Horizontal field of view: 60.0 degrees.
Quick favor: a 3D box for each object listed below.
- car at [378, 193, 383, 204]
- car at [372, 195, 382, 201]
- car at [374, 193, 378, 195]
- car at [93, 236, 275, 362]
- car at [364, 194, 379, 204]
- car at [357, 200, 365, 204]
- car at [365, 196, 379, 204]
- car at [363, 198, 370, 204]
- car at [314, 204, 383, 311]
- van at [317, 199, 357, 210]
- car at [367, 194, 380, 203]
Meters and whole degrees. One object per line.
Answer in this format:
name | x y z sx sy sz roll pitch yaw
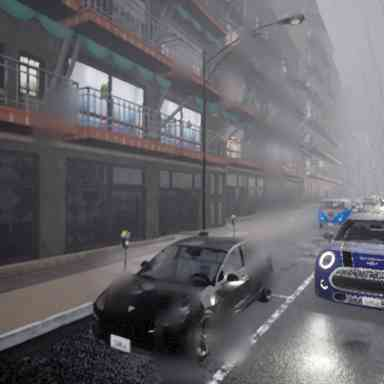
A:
car | 28.969 1.231 48.865 2.097 1.767 4.553 0 0 31
car | 43.978 1.347 79.078 2.008 1.369 4.403 1 1 31
car | 29.300 1.401 54.619 1.752 1.417 4.829 1 1 31
car | 0.204 1.567 6.136 1.947 1.339 4.313 1 0 31
car | 26.469 1.456 49.903 1.947 1.339 4.313 1 1 31
car | 11.877 1.503 25.587 1.887 1.381 4.507 1 1 31
car | 32.305 1.411 59.628 2.008 1.369 4.403 1 1 31
car | 14.796 1.496 30.451 2.008 1.369 4.403 1 1 31
car | 4.307 1.338 7.769 2.097 1.767 4.553 0 0 31
van | 8.961 1.311 20.724 1.690 1.788 3.998 1 1 31
car | 35.225 1.285 64.490 1.967 1.590 4.097 1 1 31
